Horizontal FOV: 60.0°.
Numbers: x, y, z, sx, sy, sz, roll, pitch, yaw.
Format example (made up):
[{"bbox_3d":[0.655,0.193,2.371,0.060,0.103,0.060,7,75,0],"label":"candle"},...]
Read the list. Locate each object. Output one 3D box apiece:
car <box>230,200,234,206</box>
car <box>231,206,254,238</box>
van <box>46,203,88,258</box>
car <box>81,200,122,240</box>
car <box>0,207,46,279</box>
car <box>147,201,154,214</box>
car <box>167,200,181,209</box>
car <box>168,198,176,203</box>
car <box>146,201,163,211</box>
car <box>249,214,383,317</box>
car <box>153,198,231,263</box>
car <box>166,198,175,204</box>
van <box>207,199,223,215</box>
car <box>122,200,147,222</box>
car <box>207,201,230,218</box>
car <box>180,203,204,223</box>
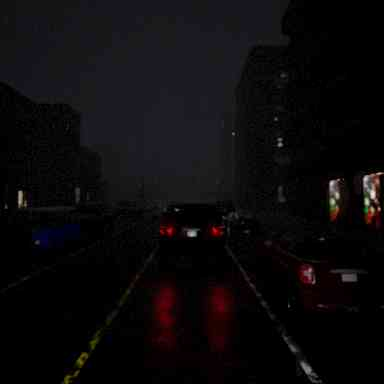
[{"bbox_3d":[2.709,1.608,29.284,2.192,1.841,5.009,1,-1,0],"label":"car"},{"bbox_3d":[2.705,1.737,18.468,2.008,1.369,4.403,1,-1,0],"label":"car"},{"bbox_3d":[-5.672,1.474,13.070,1.690,1.788,3.998,1,-1,0],"label":"van"},{"bbox_3d":[-5.671,1.502,18.477,2.192,1.841,5.009,1,-1,0],"label":"car"},{"bbox_3d":[-5.671,1.394,7.664,2.192,1.841,5.009,1,-1,0],"label":"car"},{"bbox_3d":[-5.673,1.841,40.104,1.967,1.590,4.097,1,-1,0],"label":"car"},{"bbox_3d":[-3.021,2.128,56.541,1.994,1.385,4.181,0,-1,0],"label":"car"},{"bbox_3d":[-5.676,2.481,94.552,1.887,1.381,4.507,1,-1,0],"label":"car"},{"bbox_3d":[-5.676,2.059,50.917,2.008,1.369,4.403,1,-1,0],"label":"car"},{"bbox_3d":[2.706,1.519,7.656,1.967,1.590,4.097,1,-1,0],"label":"car"},{"bbox_3d":[0.010,1.353,12.602,2.150,2.045,5.566,0,0,0],"label":"car"},{"bbox_3d":[-5.752,2.425,88.871,1.887,1.381,4.507,1,-1,0],"label":"car"},{"bbox_3d":[2.708,1.741,40.098,1.690,1.788,3.998,1,-1,0],"label":"van"},{"bbox_3d":[-5.671,1.609,29.291,2.192,1.841,5.009,1,-1,0],"label":"car"},{"bbox_3d":[2.706,1.787,34.690,1.967,1.590,4.097,1,-1,0],"label":"car"},{"bbox_3d":[0.028,1.771,29.274,1.882,1.535,5.008,0,0,1],"label":"car"}]
